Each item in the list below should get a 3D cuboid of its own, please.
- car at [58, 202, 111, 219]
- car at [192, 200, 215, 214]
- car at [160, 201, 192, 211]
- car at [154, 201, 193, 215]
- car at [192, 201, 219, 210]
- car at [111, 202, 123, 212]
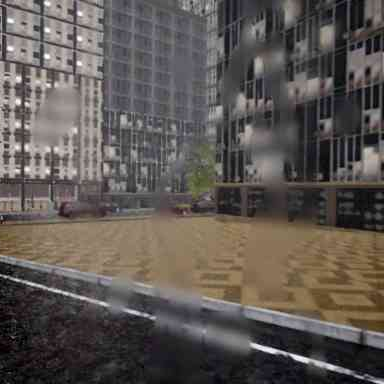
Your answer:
[{"bbox_3d":[-11.993,2.001,36.383,5.009,1.841,2.192,0,1,-34],"label":"car"},{"bbox_3d":[2.041,2.071,45.990,5.009,1.841,2.192,0,1,-34],"label":"car"},{"bbox_3d":[-2.553,2.160,52.399,4.829,1.417,1.752,0,1,-34],"label":"car"},{"bbox_3d":[-2.640,2.277,42.791,4.507,1.381,1.887,0,1,-34],"label":"car"},{"bbox_3d":[2.265,2.225,55.698,4.313,1.339,1.947,0,1,-34],"label":"car"},{"bbox_3d":[-11.769,2.140,46.091,4.403,1.369,2.008,0,1,-34],"label":"car"}]
